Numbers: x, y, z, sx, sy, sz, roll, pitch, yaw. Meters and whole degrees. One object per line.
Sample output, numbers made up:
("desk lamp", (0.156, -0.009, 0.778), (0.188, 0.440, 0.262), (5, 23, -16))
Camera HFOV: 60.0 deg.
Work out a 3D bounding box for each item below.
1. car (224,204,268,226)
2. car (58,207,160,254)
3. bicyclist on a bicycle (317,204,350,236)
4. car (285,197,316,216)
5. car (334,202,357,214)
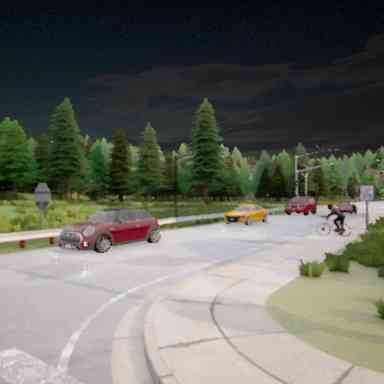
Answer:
("car", (4.259, 1.717, 25.763), (1.882, 1.535, 5.008), (-1, -1, 34))
("car", (-3.465, 1.508, 14.555), (2.097, 1.767, 4.553), (-1, -1, 34))
("bicyclist on a bicycle", (7.127, 1.442, 16.750), (1.656, 1.620, 0.582), (-1, -1, 35))
("car", (12.319, 1.548, 37.434), (2.150, 2.045, 5.566), (-1, -1, 35))
("car", (18.376, 1.892, 39.747), (1.994, 1.385, 4.181), (-1, -1, 35))
